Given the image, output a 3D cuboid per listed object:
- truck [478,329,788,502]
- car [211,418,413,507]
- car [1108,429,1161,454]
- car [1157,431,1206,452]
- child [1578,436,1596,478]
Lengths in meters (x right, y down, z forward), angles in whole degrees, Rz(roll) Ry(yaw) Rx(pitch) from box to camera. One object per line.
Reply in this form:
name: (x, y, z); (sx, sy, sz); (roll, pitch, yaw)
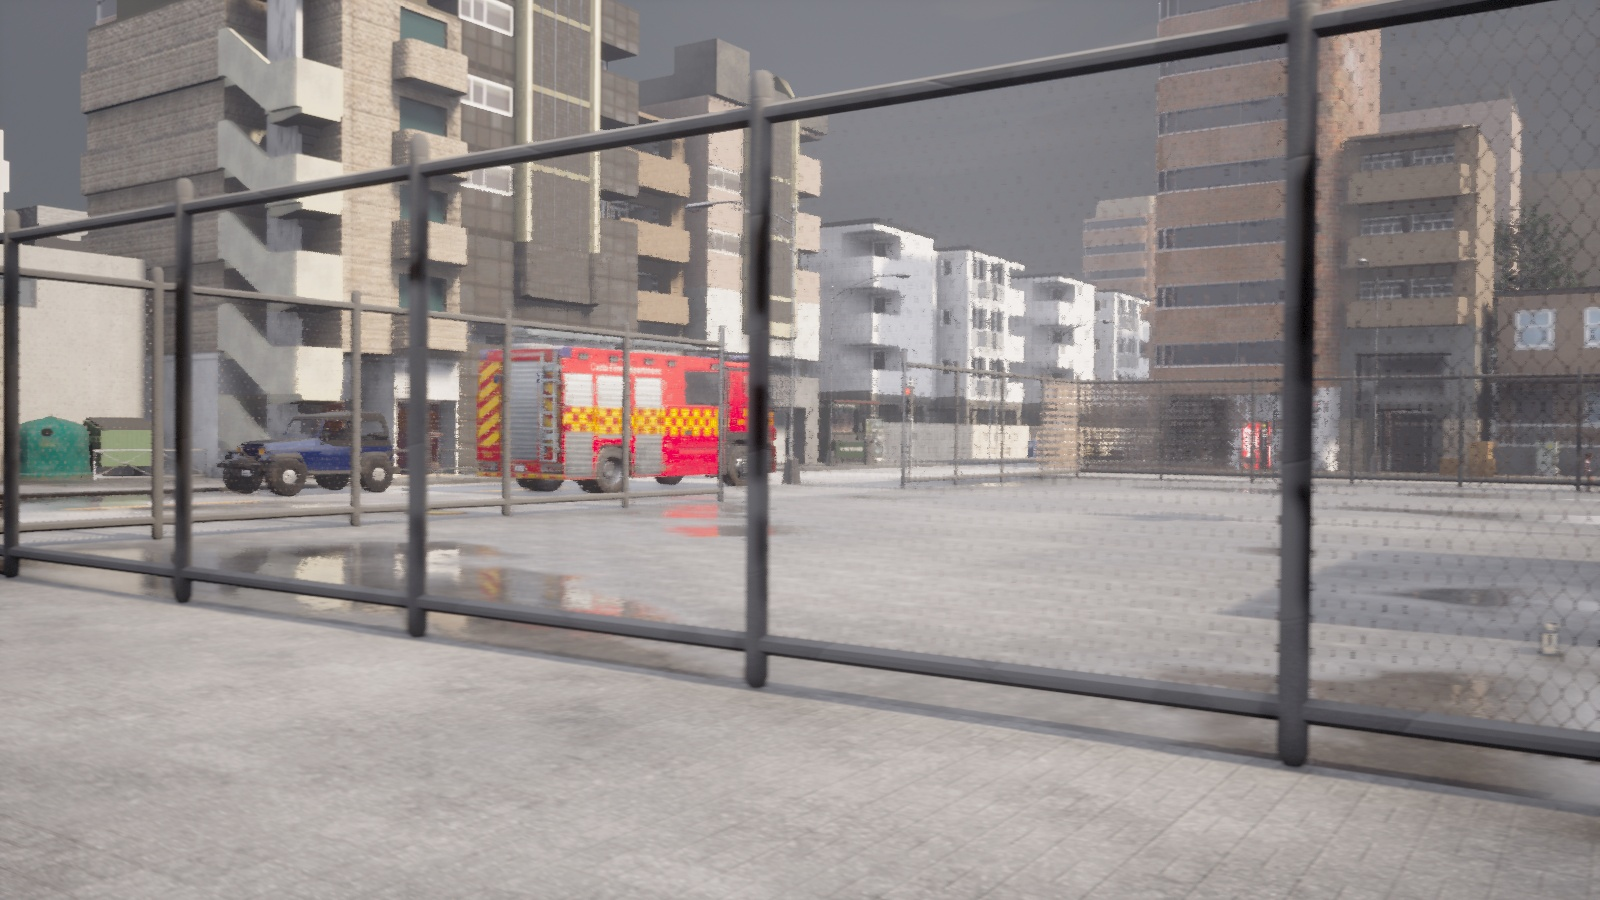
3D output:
truck: (-3.934, -0.835, 32.055); (2.891, 3.827, 8.468); (0, 1, 34)
car: (-11.017, 0.237, 28.596); (1.905, 1.878, 3.866); (0, 1, 34)
car: (20.144, -0.517, 75.553); (1.970, 1.475, 3.806); (0, 1, 33)
car: (25.384, -0.573, 83.429); (1.994, 1.385, 4.181); (0, 1, 34)
child: (21.007, 0.173, 33.509); (0.394, 1.110, 0.255); (0, 1, 34)
